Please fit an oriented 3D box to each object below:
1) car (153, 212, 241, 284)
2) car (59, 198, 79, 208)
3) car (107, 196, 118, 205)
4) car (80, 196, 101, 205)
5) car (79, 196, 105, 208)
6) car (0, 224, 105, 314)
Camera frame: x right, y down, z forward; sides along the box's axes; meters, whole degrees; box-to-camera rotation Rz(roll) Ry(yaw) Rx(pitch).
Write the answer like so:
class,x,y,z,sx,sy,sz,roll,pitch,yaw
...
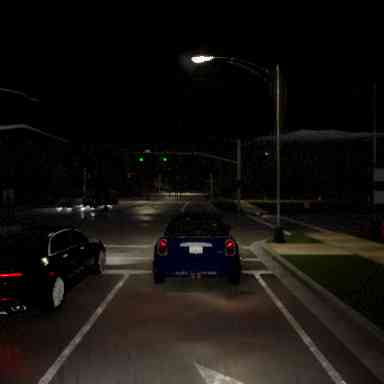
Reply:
class,x,y,z,sx,sy,sz,roll,pitch,yaw
car,0.204,1.354,9.774,2.097,1.767,4.553,0,0,3
car,-18.013,1.613,49.611,1.895,1.301,4.718,0,0,1
car,-14.329,1.519,58.416,1.837,1.490,4.892,0,0,1
car,-17.814,1.506,58.691,2.128,1.511,4.902,0,0,1
car,-14.521,1.517,49.041,1.837,1.490,4.892,0,0,1
car,-3.398,1.506,7.618,1.837,1.490,4.892,0,0,0
